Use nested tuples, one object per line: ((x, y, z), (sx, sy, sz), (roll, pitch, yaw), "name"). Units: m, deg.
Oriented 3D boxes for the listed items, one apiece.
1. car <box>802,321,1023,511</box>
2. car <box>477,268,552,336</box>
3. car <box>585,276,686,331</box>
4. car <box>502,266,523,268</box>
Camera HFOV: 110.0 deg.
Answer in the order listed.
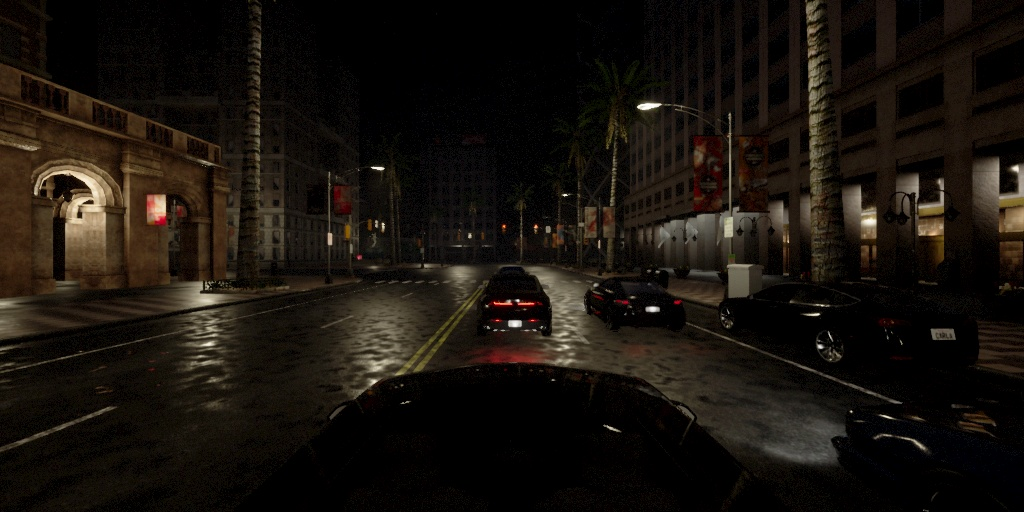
((3.610, 1.297, 0.482), (2.033, 1.411, 5.357), (0, 0, 0), "car")
((0.047, 1.254, 10.387), (1.837, 1.490, 4.892), (0, 0, -1), "car")
((3.548, 1.314, 11.040), (1.994, 1.385, 4.181), (0, 0, 0), "car")
((0.003, 1.276, 19.334), (1.812, 1.442, 4.674), (0, 0, -2), "car")
